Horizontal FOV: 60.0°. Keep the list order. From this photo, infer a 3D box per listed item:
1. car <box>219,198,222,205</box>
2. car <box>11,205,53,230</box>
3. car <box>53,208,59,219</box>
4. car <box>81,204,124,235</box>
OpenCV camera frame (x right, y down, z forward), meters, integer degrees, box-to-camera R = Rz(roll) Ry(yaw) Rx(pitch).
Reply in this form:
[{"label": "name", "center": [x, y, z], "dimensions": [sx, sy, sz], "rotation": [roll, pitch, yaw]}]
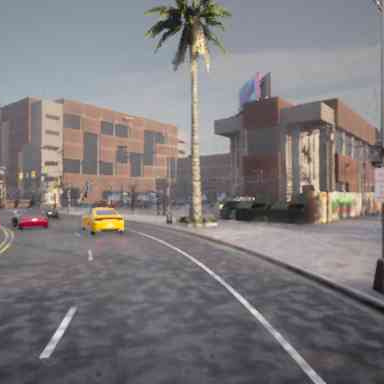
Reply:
[{"label": "car", "center": [5.354, 2.093, 55.651], "dimensions": [4.674, 1.452, 2.002], "rotation": [-1, -1, 39]}, {"label": "car", "center": [-11.851, 1.886, 24.228], "dimensions": [1.994, 1.385, 4.181], "rotation": [0, -1, -35]}, {"label": "car", "center": [-14.916, 1.999, 32.959], "dimensions": [4.181, 1.385, 1.994], "rotation": [-1, -1, 44]}, {"label": "car", "center": [-5.769, 1.749, 21.106], "dimensions": [1.882, 1.535, 5.008], "rotation": [0, -1, -27]}]
